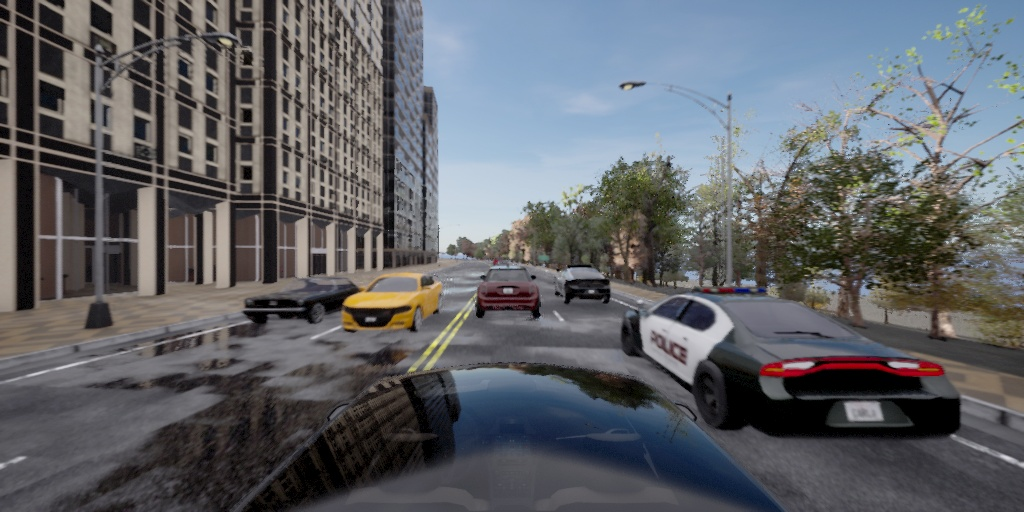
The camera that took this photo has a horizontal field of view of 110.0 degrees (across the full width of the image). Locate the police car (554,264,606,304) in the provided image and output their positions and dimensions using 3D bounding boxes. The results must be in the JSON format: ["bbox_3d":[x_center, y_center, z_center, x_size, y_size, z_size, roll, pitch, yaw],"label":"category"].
[{"bbox_3d":[3.128,1.216,16.896,1.930,1.638,5.238,0,0,-1],"label":"police car"}]

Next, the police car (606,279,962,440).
[{"bbox_3d":[3.245,1.264,5.730,2.038,1.542,4.974,0,0,0],"label":"police car"}]

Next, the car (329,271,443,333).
[{"bbox_3d":[-3.411,1.258,11.090,1.882,1.535,5.008,0,0,-1],"label":"car"}]

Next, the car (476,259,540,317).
[{"bbox_3d":[-0.144,1.136,13.553,2.097,1.767,4.553,0,0,-1],"label":"car"}]

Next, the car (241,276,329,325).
[{"bbox_3d":[-6.670,1.388,12.188,1.895,1.301,4.718,0,0,-1],"label":"car"}]

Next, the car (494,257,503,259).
[{"bbox_3d":[-1.330,1.370,52.985,2.128,1.511,4.902,0,0,-3],"label":"car"}]
